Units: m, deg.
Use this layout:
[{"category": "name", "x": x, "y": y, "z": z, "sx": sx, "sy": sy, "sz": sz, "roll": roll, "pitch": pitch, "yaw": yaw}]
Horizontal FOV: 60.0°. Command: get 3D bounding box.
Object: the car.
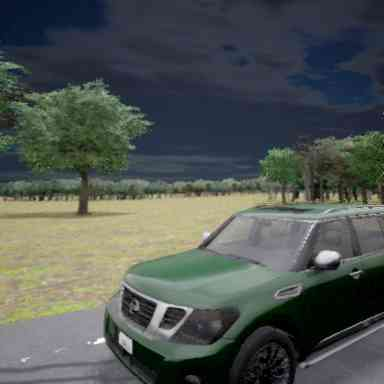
[{"category": "car", "x": 1.551, "y": 1.226, "z": 5.101, "sx": 5.566, "sy": 2.045, "sz": 2.150, "roll": 0, "pitch": 0, "yaw": -36}]
